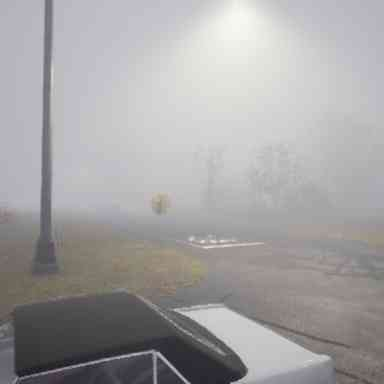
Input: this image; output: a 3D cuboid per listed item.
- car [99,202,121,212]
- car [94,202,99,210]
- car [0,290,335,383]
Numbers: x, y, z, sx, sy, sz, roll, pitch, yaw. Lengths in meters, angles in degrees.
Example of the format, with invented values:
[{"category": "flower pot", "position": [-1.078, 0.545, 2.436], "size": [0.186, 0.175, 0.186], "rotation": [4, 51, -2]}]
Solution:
[{"category": "car", "position": [-12.571, 2.379, 51.994], "size": [2.033, 1.411, 5.357], "rotation": [1, -1, -26]}, {"category": "car", "position": [-15.851, 2.474, 58.330], "size": [2.033, 1.411, 5.357], "rotation": [1, -1, -27]}, {"category": "car", "position": [-1.213, 1.645, 2.573], "size": [4.718, 1.301, 1.895], "rotation": [1, -1, -29]}]
